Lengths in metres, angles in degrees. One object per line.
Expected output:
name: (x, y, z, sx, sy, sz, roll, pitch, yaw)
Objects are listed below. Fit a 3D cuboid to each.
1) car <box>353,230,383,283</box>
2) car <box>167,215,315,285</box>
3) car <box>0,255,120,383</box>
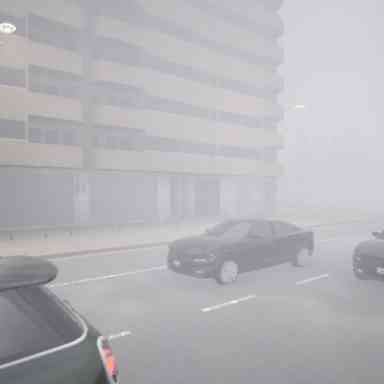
car: (6.189, 1.478, 8.899, 5.008, 1.535, 1.882, 0, 0, -38)
car: (1.589, 1.477, 9.731, 5.008, 1.535, 1.882, 0, 0, -38)
car: (-2.729, 1.352, 1.882, 4.553, 1.767, 2.097, 0, 0, -38)
